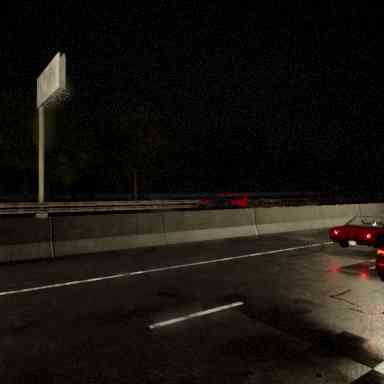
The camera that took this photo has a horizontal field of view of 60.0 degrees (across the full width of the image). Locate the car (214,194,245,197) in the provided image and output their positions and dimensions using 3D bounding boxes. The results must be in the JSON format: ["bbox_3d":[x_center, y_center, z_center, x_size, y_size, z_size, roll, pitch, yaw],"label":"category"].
[{"bbox_3d":[3.145,1.220,32.094,5.566,2.045,2.150,0,0,-36],"label":"car"}]

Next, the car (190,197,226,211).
[{"bbox_3d":[2.102,1.469,27.023,5.008,1.535,1.882,0,1,-36],"label":"car"}]

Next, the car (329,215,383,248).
[{"bbox_3d":[7.762,1.602,13.611,4.718,1.301,1.895,0,0,-35],"label":"car"}]

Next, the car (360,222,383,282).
[{"bbox_3d":[6.378,1.526,8.314,4.674,1.442,1.812,0,0,-35],"label":"car"}]

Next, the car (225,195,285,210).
[{"bbox_3d":[5.062,1.351,24.851,4.553,1.767,2.097,0,0,-36],"label":"car"}]
